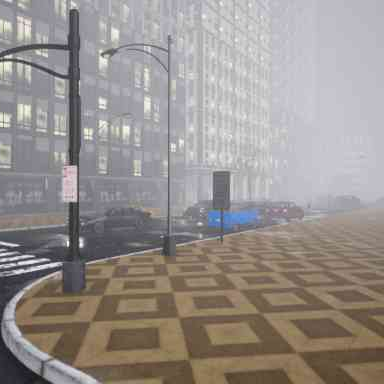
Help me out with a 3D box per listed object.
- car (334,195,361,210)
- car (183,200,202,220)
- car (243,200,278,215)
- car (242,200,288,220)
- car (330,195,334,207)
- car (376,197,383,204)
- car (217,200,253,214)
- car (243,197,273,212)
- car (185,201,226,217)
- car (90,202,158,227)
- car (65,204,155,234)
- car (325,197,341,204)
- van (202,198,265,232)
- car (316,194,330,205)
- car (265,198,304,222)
[{"bbox_3d":[21.131,1.369,44.529,2.192,1.841,5.009,0,0,38],"label":"car"},{"bbox_3d":[1.262,1.375,27.552,2.097,1.767,4.553,0,0,38],"label":"car"},{"bbox_3d":[7.307,1.594,35.406,1.994,1.385,4.181,0,0,38],"label":"car"},{"bbox_3d":[6.563,1.522,29.617,2.128,1.511,4.902,0,0,38],"label":"car"},{"bbox_3d":[23.522,1.412,51.685,2.097,1.767,4.553,0,0,38],"label":"car"},{"bbox_3d":[38.082,1.659,66.585,1.947,1.339,4.313,0,0,38],"label":"car"},{"bbox_3d":[4.713,1.571,36.097,1.887,1.381,4.507,0,0,38],"label":"car"},{"bbox_3d":[8.103,1.471,40.508,1.967,1.590,4.097,0,0,38],"label":"car"},{"bbox_3d":[1.322,1.604,31.685,1.802,1.307,4.206,0,0,38],"label":"car"},{"bbox_3d":[-4.780,1.540,23.958,1.752,1.417,4.829,0,0,38],"label":"car"},{"bbox_3d":[-4.711,1.564,19.788,2.033,1.411,5.357,0,0,38],"label":"car"},{"bbox_3d":[28.445,1.625,66.977,2.008,1.369,4.403,0,0,38],"label":"car"},{"bbox_3d":[2.613,1.368,20.250,1.690,1.788,3.998,0,0,38],"label":"van"},{"bbox_3d":[25.055,1.381,62.566,2.192,1.841,5.009,0,0,38],"label":"car"},{"bbox_3d":[7.570,1.473,26.882,1.967,1.590,4.097,0,0,38],"label":"car"}]
